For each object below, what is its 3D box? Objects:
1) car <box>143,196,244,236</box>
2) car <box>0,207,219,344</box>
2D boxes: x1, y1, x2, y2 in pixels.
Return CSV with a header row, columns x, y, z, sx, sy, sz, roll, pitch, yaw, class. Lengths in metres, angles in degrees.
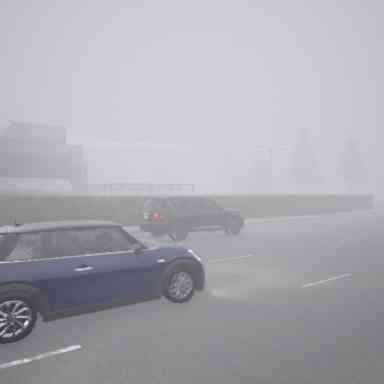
x,y,z,sx,sy,sz,roll,pitch,yaw,class
0.068,1.221,16.685,5.566,2.045,2.150,0,0,-35,car
-1.940,1.352,6.661,4.553,1.767,2.097,0,0,-35,car
